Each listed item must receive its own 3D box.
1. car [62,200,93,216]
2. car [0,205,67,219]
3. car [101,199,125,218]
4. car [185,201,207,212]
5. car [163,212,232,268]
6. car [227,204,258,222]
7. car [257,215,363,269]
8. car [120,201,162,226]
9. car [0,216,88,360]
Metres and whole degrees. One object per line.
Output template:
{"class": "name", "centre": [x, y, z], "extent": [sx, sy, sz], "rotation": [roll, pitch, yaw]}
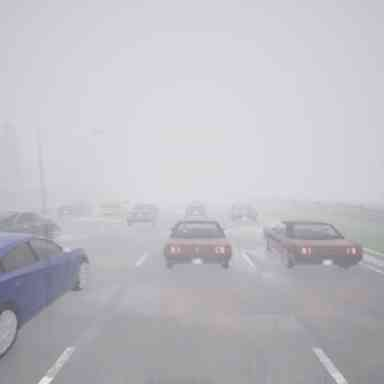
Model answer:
{"class": "car", "centre": [-10.132, 1.426, 28.967], "extent": [1.812, 1.442, 4.674], "rotation": [0, 0, 1]}
{"class": "car", "centre": [-6.795, 1.449, 12.831], "extent": [1.837, 1.490, 4.892], "rotation": [0, 0, 1]}
{"class": "car", "centre": [-6.618, 1.395, 29.497], "extent": [1.882, 1.535, 5.008], "rotation": [0, 0, 1]}
{"class": "car", "centre": [0.367, 1.479, 28.860], "extent": [1.812, 1.442, 4.674], "rotation": [0, 0, 1]}
{"class": "car", "centre": [0.184, 1.583, 11.212], "extent": [1.895, 1.301, 4.718], "rotation": [0, 0, 1]}
{"class": "car", "centre": [3.839, 1.576, 26.164], "extent": [1.895, 1.301, 4.718], "rotation": [0, 0, 1]}
{"class": "car", "centre": [3.684, 1.600, 11.164], "extent": [1.895, 1.301, 4.718], "rotation": [0, 0, 1]}
{"class": "car", "centre": [-3.209, 1.493, 23.016], "extent": [2.033, 1.411, 5.357], "rotation": [0, 0, 1]}
{"class": "car", "centre": [-3.402, 1.451, 5.896], "extent": [1.882, 1.535, 5.008], "rotation": [0, 0, 1]}
